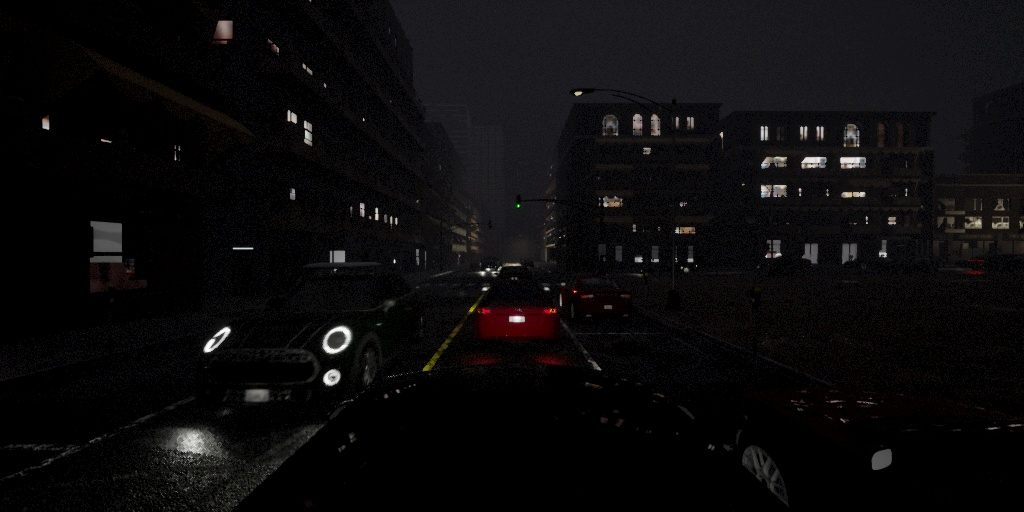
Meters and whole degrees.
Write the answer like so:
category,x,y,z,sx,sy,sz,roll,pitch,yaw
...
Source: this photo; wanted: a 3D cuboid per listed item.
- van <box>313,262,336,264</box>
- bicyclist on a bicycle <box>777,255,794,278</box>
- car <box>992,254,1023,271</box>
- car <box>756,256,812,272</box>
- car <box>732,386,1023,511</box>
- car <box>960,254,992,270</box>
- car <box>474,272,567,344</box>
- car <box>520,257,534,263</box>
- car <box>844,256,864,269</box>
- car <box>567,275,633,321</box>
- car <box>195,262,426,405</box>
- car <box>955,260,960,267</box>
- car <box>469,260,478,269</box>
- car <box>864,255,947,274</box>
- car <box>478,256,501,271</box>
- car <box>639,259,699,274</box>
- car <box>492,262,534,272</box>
category,x,y,z,sx,sy,sz,roll,pitch,yaw
van,-5.684,1.091,12.262,1.690,1.789,3.998,0,0,0
bicyclist on a bicycle,20.264,0.770,26.562,0.582,1.620,1.656,-1,0,-1
car,43.637,0.629,29.826,4.403,1.370,2.007,0,0,-1
car,26.768,0.787,35.387,4.902,1.511,2.128,-1,0,-1
car,2.688,1.295,1.203,1.888,1.381,4.507,0,0,0
car,44.419,0.550,32.476,4.892,1.490,1.837,-1,0,0
car,0.107,1.314,9.645,1.994,1.385,4.181,0,0,0
car,2.737,1.212,61.253,1.967,1.591,4.097,0,0,0
car,37.957,0.664,38.132,4.313,1.339,1.948,0,0,-1
car,2.697,1.295,12.255,1.888,1.381,4.507,0,0,0
car,-3.090,1.102,6.602,2.097,1.767,4.553,0,0,0
car,47.196,0.577,35.579,4.718,1.301,1.895,-1,0,0
car,-5.648,1.318,55.738,2.007,1.370,4.403,0,0,0
car,32.499,0.803,29.679,4.403,1.370,2.007,0,0,-1
car,-3.048,0.984,49.743,2.150,2.045,5.566,0,0,0
car,15.376,1.022,35.238,5.357,1.411,2.033,-1,0,-1
car,0.113,1.256,18.526,1.837,1.490,4.892,0,0,0
